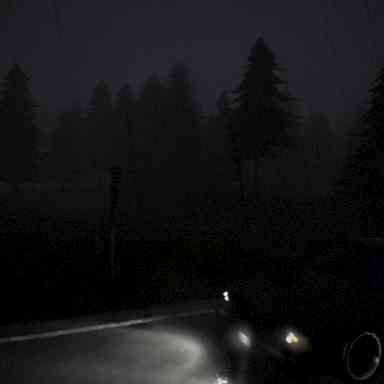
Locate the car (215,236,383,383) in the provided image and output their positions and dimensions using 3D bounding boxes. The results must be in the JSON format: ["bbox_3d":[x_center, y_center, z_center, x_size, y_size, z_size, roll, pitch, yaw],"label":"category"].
[{"bbox_3d":[3.094,1.460,5.175,5.357,1.411,2.033,1,2,-24],"label":"car"}]
